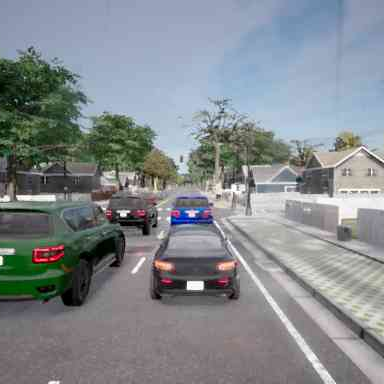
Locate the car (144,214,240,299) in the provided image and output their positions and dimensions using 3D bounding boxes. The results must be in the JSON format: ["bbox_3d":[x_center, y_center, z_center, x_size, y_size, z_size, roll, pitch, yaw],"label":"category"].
[{"bbox_3d":[0.071,1.513,8.281,1.812,1.442,4.674,0,0,0],"label":"car"}]

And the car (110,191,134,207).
[{"bbox_3d":[-9.819,0.888,46.962,2.150,2.045,5.566,0,1,0],"label":"car"}]

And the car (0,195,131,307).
[{"bbox_3d":[-3.183,1.208,8.090,2.150,2.045,5.566,0,0,1],"label":"car"}]

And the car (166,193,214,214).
[{"bbox_3d":[0.033,1.159,18.314,2.150,2.045,5.566,0,0,1],"label":"car"}]

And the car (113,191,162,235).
[{"bbox_3d":[-3.215,1.158,18.440,2.150,2.045,5.566,0,0,1],"label":"car"}]

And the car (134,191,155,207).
[{"bbox_3d":[-6.568,0.884,46.902,2.150,2.045,5.566,0,1,0],"label":"car"}]

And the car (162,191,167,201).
[{"bbox_3d":[-6.506,0.988,63.788,1.994,1.385,4.181,0,1,0],"label":"car"}]
